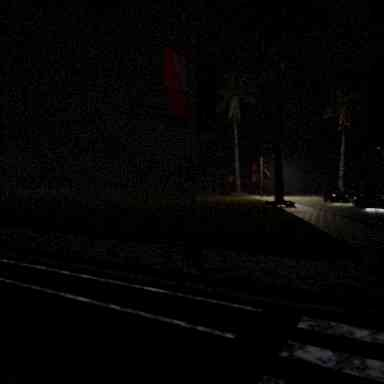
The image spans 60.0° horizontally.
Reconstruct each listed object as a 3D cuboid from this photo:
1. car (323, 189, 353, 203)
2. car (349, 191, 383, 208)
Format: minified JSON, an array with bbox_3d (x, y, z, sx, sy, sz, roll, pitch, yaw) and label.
[{"bbox_3d":[18.929,0.461,43.797,2.097,1.767,4.553,0,1,6],"label":"car"},{"bbox_3d":[17.905,0.874,33.698,1.994,1.385,4.181,0,1,7],"label":"car"}]
